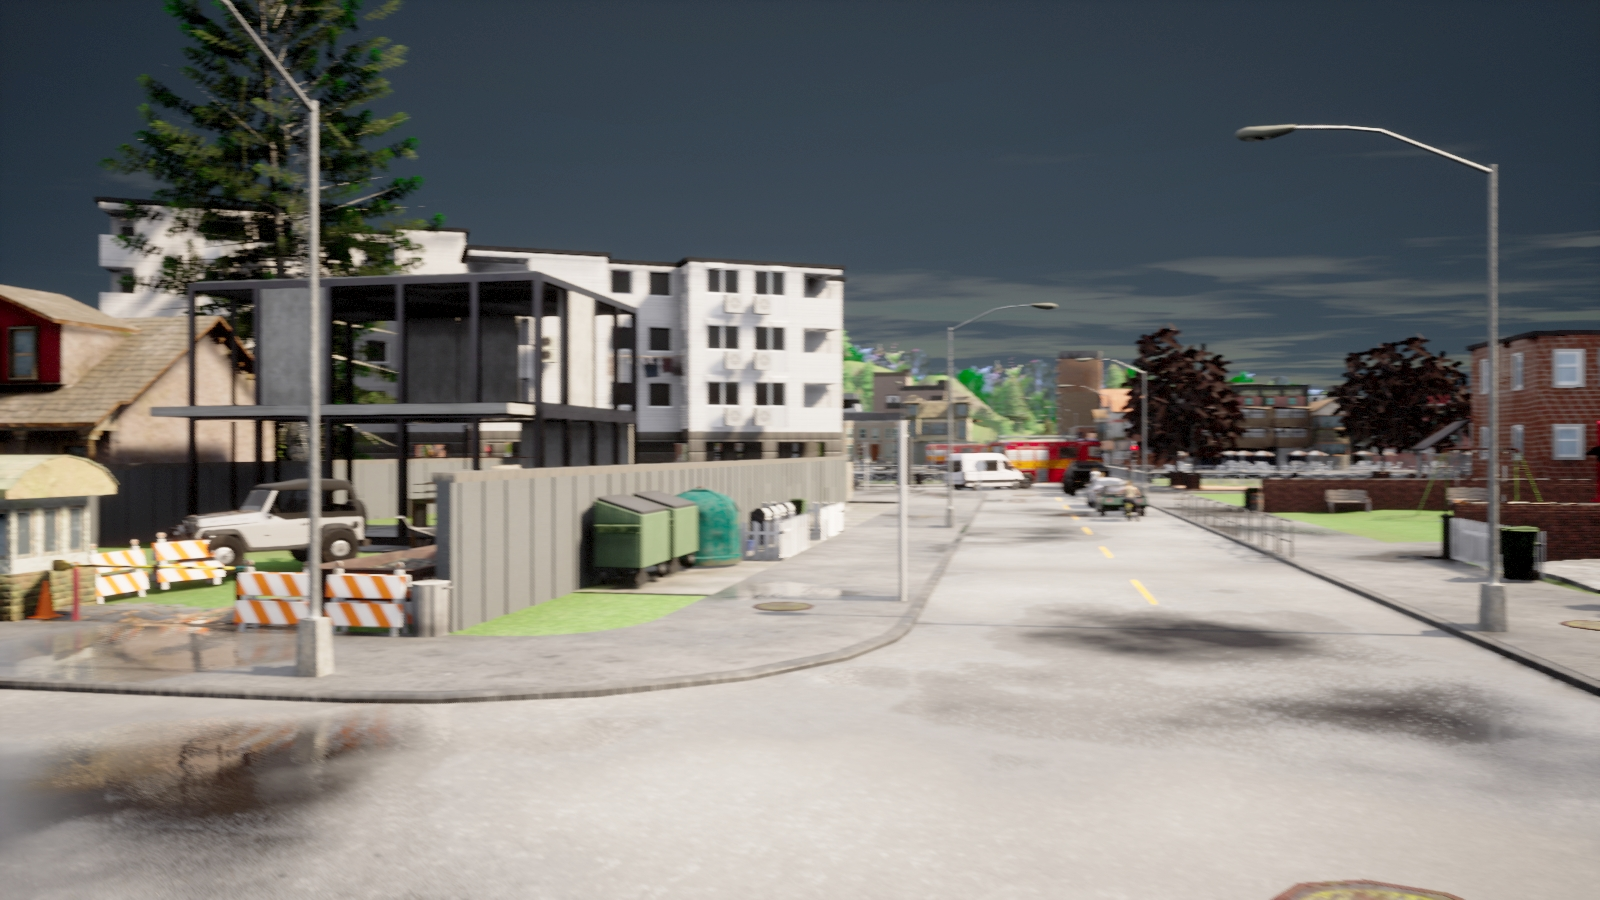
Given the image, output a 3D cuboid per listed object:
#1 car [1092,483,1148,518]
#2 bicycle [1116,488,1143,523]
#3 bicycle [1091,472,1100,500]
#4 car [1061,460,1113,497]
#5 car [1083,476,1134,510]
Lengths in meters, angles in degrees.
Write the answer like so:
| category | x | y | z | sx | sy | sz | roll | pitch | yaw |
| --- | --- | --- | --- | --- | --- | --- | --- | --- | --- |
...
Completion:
| category | x | y | z | sx | sy | sz | roll | pitch | yaw |
| --- | --- | --- | --- | --- | --- | --- | --- | --- | --- |
| car | 13.700 | 2.125 | 49.078 | 1.895 | 1.301 | 4.718 | 0 | 0 | 11 |
| bicycle | 12.777 | 2.130 | 44.352 | 0.859 | 1.276 | 1.487 | 0 | 0 | 10 |
| bicycle | 16.525 | 2.020 | 63.952 | 0.373 | 1.496 | 1.643 | 0 | 0 | 11 |
| car | 17.494 | 1.715 | 69.880 | 2.390 | 2.098 | 6.274 | 0 | 0 | 8 |
| car | 14.941 | 2.049 | 55.502 | 2.002 | 1.442 | 4.674 | 0 | 0 | 11 |
